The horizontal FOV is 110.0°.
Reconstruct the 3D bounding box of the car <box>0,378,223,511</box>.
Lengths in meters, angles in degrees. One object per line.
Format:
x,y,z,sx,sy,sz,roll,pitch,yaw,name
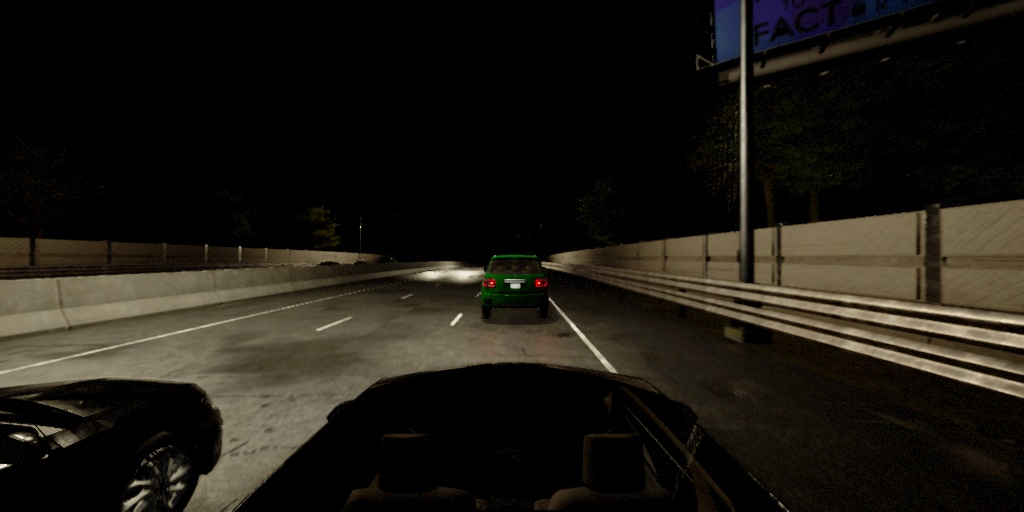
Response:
-3.400,1.255,1.069,1.837,1.490,4.892,0,0,0,car

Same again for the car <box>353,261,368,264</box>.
-21.067,1.506,49.860,1.837,1.490,4.892,0,-1,0,car

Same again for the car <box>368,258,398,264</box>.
-17.568,1.224,49.975,2.150,2.045,5.566,0,-1,0,car

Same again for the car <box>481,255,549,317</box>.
0.099,0.980,13.279,2.150,2.045,5.566,0,0,0,car

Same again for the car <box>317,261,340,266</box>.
-24.578,1.485,47.920,1.837,1.490,4.892,0,-1,0,car
